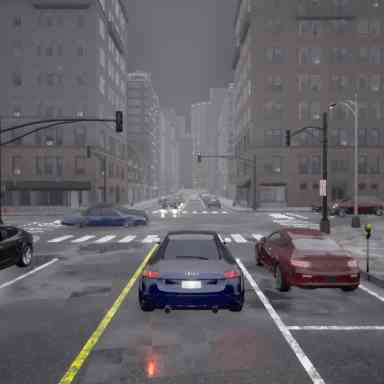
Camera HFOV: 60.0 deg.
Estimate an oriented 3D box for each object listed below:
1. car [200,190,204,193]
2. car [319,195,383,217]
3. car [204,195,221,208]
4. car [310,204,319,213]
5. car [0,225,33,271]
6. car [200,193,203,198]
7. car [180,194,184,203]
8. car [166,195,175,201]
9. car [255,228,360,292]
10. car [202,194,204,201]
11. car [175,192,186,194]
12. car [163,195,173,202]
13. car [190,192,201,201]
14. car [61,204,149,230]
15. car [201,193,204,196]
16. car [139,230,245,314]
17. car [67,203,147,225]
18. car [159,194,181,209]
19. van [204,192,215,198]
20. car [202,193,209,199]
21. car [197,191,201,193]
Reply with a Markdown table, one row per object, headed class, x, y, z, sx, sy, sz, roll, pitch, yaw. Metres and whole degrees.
| class | x | y | z | sx | sy | sz | roll | pitch | yaw |
| --- | --- | --- | --- | --- | --- | --- | --- | --- | --- |
| car | 3.728 | 0.939 | 86.033 | 2.150 | 2.045 | 5.566 | 0 | 0 | 0 |
| car | 13.551 | 1.125 | 27.894 | 4.553 | 1.767 | 2.097 | -1 | 0 | 0 |
| car | 3.037 | 1.508 | 45.855 | 1.802 | 1.307 | 4.206 | 0 | 0 | 0 |
| car | 13.660 | 1.356 | 31.144 | 4.718 | 1.301 | 1.895 | -1 | 0 | 0 |
| car | -5.766 | 1.564 | 8.648 | 1.947 | 1.339 | 4.313 | 0 | 0 | 0 |
| car | 3.279 | 1.390 | 73.620 | 1.802 | 1.307 | 4.206 | 0 | 0 | 0 |
| car | -2.749 | 1.428 | 53.735 | 1.812 | 1.442 | 4.674 | 0 | 0 | 0 |
| car | -5.198 | 1.349 | 79.249 | 1.802 | 1.307 | 4.206 | 0 | 0 | 0 |
| car | 2.760 | 1.580 | 8.646 | 1.802 | 1.307 | 4.206 | 0 | 0 | 0 |
| car | 3.132 | 1.437 | 56.958 | 1.887 | 1.381 | 4.507 | 0 | 0 | 0 |
| car | -2.617 | 1.355 | 64.124 | 2.128 | 1.511 | 4.902 | 0 | 0 | 1 |
| car | -5.246 | 1.358 | 73.697 | 2.008 | 1.369 | 4.403 | 0 | 0 | 0 |
| car | 0.520 | 1.320 | 74.294 | 1.812 | 1.442 | 4.674 | 0 | 0 | 0 |
| car | -5.470 | 1.621 | 21.257 | 5.357 | 1.411 | 2.033 | -1 | 0 | 0 |
| car | 3.231 | 1.426 | 68.064 | 1.802 | 1.307 | 4.206 | 0 | 0 | 0 |
| car | 0.003 | 1.563 | 7.725 | 1.994 | 1.385 | 4.181 | 0 | 0 | 0 |
| car | -6.146 | 1.590 | 24.503 | 5.357 | 1.411 | 2.033 | -1 | 1 | 0 |
| car | -2.835 | 1.437 | 43.830 | 1.837 | 1.490 | 4.892 | 0 | 0 | 2 |
| van | 3.084 | 1.251 | 51.406 | 1.690 | 1.788 | 3.998 | 0 | 0 | 0 |
| car | 3.821 | 1.146 | 93.004 | 1.882 | 1.535 | 5.008 | 0 | 0 | 0 |
| car | 0.606 | 1.089 | 84.294 | 2.128 | 1.511 | 4.902 | 0 | 0 | 0 |
